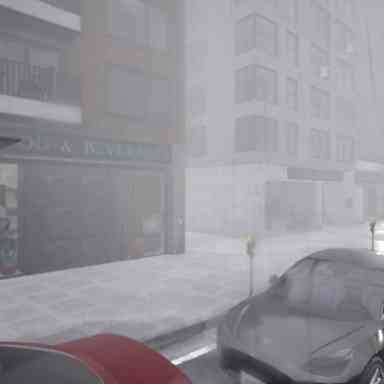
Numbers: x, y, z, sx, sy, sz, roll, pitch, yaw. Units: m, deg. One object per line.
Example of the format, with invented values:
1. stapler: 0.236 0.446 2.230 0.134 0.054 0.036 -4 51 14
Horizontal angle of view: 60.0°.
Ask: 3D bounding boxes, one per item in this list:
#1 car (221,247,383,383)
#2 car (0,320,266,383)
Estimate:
1. car: 2.270 1.565 4.756 4.313 1.339 1.947 0 0 -41
2. car: -1.917 1.545 1.151 4.507 1.381 1.887 0 0 -41
